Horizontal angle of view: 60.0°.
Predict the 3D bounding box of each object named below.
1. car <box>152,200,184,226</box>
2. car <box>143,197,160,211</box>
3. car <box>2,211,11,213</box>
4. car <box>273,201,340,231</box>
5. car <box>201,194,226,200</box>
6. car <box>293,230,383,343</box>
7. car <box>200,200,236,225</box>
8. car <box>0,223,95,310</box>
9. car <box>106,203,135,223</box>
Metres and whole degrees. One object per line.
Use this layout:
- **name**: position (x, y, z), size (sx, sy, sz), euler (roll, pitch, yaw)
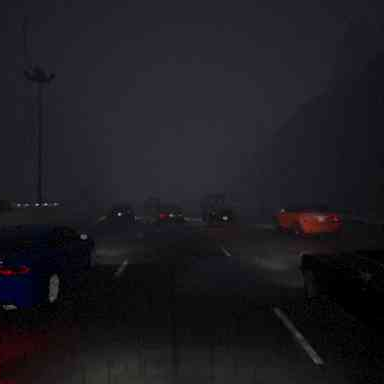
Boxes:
- **car**: position (-1.630, 1.543, 23.614), size (2.033, 1.411, 5.357), euler (0, 0, -7)
- **car**: position (-4.942, 1.345, 41.615), size (2.097, 1.767, 4.553), euler (0, 0, -13)
- **car**: position (-16.577, 1.367, 27.564), size (2.097, 1.767, 4.553), euler (0, 0, -10)
- **car**: position (6.033, 1.337, 18.155), size (2.097, 1.767, 4.553), euler (0, 0, -5)
- **car**: position (2.539, 1.205, 40.414), size (2.150, 2.045, 5.566), euler (0, 0, -12)
- **car**: position (3.415, 1.594, 5.422), size (1.895, 1.301, 4.718), euler (0, 0, -2)
- **car**: position (1.860, 1.515, 23.913), size (1.812, 1.442, 4.674), euler (0, 0, -7)
- **car**: position (-3.703, 1.480, 7.884), size (1.882, 1.535, 5.008), euler (0, 0, -2)
- **car**: position (-5.496, 1.564, 25.902), size (1.994, 1.385, 4.181), euler (0, 0, -8)
